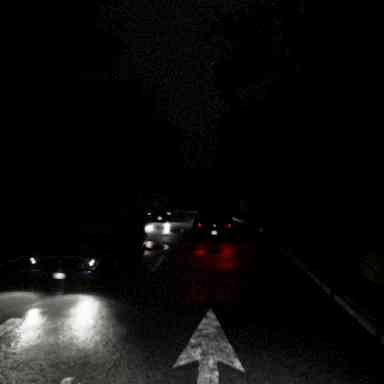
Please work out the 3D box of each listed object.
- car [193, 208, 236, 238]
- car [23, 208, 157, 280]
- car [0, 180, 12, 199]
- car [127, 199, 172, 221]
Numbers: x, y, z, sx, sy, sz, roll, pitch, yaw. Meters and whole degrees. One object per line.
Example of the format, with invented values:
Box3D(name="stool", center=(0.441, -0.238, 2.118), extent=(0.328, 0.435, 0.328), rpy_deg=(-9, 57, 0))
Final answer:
Box3D(name="car", center=(1.023, 1.458, 16.742), extent=(1.895, 1.301, 4.718), rpy_deg=(1, 1, 1))
Box3D(name="car", center=(-2.673, 1.433, 9.938), extent=(2.033, 1.411, 5.357), rpy_deg=(1, 1, 5))
Box3D(name="car", center=(-21.764, -0.378, 34.696), extent=(5.566, 2.045, 2.150), rpy_deg=(4, 0, 5))
Box3D(name="car", center=(-3.196, 1.211, 23.669), extent=(2.033, 1.411, 5.357), rpy_deg=(1, 1, -26))
